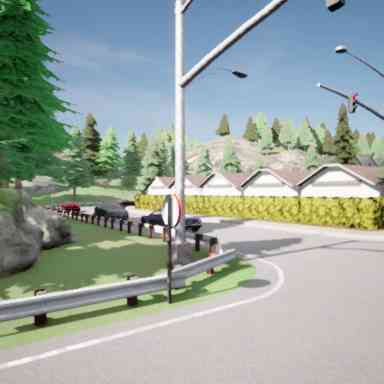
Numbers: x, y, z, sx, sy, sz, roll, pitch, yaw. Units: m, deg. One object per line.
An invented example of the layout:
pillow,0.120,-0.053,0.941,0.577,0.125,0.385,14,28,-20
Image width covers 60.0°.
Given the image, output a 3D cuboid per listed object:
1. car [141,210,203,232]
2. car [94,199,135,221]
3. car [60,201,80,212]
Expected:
car,-1.372,1.784,20.862,1.895,1.301,4.718,0,0,-35
car,-7.099,1.687,29.034,1.837,1.490,4.892,0,0,-35
car,-14.842,1.779,40.384,1.895,1.301,4.718,0,0,-28
